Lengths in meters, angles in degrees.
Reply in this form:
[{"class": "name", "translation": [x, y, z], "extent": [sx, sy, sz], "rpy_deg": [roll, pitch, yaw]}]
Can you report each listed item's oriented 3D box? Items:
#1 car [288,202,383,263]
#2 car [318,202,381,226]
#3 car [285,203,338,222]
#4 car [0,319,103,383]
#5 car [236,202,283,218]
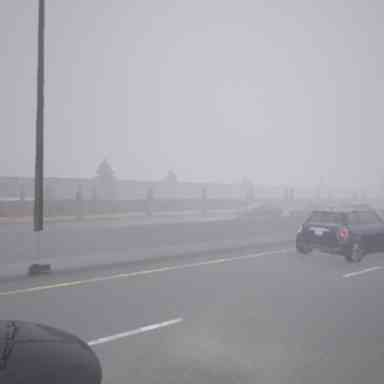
[{"class": "car", "translation": [5.942, 1.384, 12.282], "extent": [4.553, 1.767, 2.097], "rpy_deg": [0, 0, -35]}, {"class": "car", "translation": [11.835, 1.570, 24.871], "extent": [4.892, 1.490, 1.837], "rpy_deg": [0, 0, -31]}, {"class": "car", "translation": [10.025, 1.632, 27.847], "extent": [4.181, 1.385, 1.994], "rpy_deg": [0, 0, -31]}, {"class": "car", "translation": [-2.940, 1.473, 1.650], "extent": [5.008, 1.535, 1.882], "rpy_deg": [0, 0, -36]}, {"class": "car", "translation": [6.065, 1.588, 29.491], "extent": [4.674, 1.442, 1.812], "rpy_deg": [0, 0, -33]}]
